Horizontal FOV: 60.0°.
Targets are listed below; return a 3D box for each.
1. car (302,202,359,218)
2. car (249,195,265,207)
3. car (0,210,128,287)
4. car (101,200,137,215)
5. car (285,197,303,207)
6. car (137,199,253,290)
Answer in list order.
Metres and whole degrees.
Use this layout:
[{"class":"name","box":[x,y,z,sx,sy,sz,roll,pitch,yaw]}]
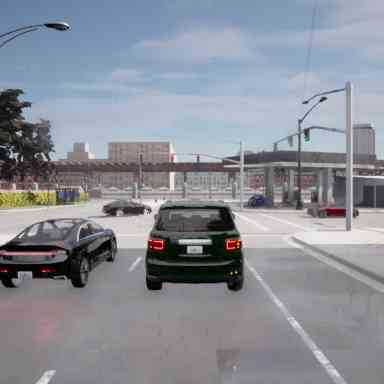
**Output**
[{"class":"car","box":[12.357,1.564,29.245,4.181,1.385,1.994,0,0,-1]},{"class":"car","box":[9.654,1.295,49.373,2.242,1.667,4.611,0,0,0]},{"class":"car","box":[-3.430,1.492,9.274,2.128,1.511,4.902,0,0,0]},{"class":"car","box":[-6.050,1.505,31.014,4.892,1.490,1.837,0,2,-44]},{"class":"car","box":[15.398,1.456,50.142,1.970,1.475,3.806,0,0,0]},{"class":"car","box":[0.074,1.221,9.190,2.150,2.045,5.566,0,0,0]}]
